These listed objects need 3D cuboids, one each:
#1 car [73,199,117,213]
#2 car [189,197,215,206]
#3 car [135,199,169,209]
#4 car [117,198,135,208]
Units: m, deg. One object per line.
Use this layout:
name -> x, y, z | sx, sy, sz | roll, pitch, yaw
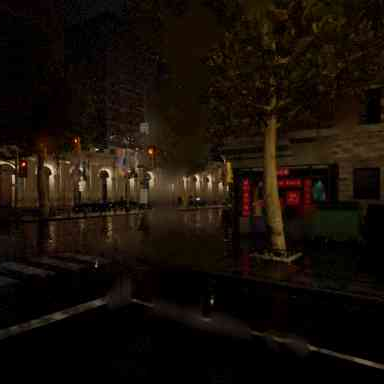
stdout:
car -> -10.713, 1.564, 35.917 | 1.994, 1.385, 4.181 | 0, 0, 36
car -> 1.668, 1.548, 53.070 | 2.033, 1.411, 5.357 | 0, 0, 36
car -> -4.951, 1.564, 43.921 | 1.994, 1.385, 4.181 | 0, 0, 35
car -> -10.252, 1.595, 47.928 | 1.895, 1.301, 4.718 | 0, 0, 36
